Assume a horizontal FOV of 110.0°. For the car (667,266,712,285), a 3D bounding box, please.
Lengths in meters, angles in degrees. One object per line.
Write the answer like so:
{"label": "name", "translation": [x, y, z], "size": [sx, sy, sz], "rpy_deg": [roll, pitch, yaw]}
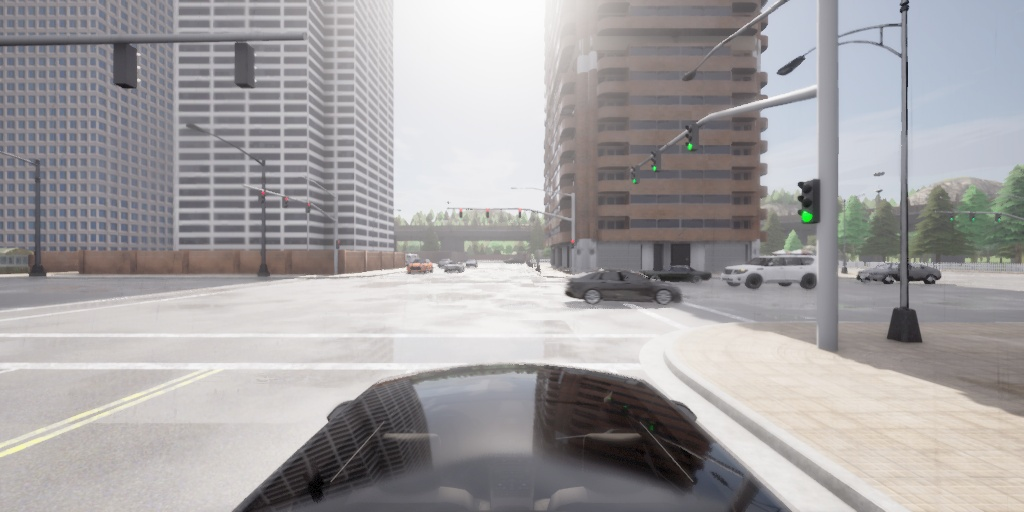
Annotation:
{"label": "car", "translation": [11.581, 1.347, 25.878], "size": [4.718, 1.301, 1.895], "rpy_deg": [0, 0, 2]}

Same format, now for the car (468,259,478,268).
{"label": "car", "translation": [-7.034, 1.289, 62.406], "size": [2.033, 1.411, 5.357], "rpy_deg": [0, 0, 0]}

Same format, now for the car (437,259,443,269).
{"label": "car", "translation": [-10.573, 1.234, 56.977], "size": [2.128, 1.511, 4.902], "rpy_deg": [0, 0, 0]}

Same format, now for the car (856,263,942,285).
{"label": "car", "translation": [27.592, 1.261, 25.669], "size": [4.902, 1.511, 2.128], "rpy_deg": [0, 0, 0]}

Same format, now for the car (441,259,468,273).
{"label": "car", "translation": [-7.082, 1.345, 44.395], "size": [1.895, 1.301, 4.718], "rpy_deg": [0, 0, 0]}

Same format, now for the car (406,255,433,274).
{"label": "car", "translation": [-10.588, 1.096, 41.532], "size": [2.097, 1.767, 4.553], "rpy_deg": [0, 0, 0]}

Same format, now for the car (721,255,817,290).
{"label": "car", "translation": [16.143, 0.969, 22.317], "size": [5.566, 2.045, 2.150], "rpy_deg": [0, 0, 0]}

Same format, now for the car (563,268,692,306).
{"label": "car", "translation": [4.636, 1.321, 15.291], "size": [4.892, 1.490, 1.837], "rpy_deg": [1, 0, 0]}
